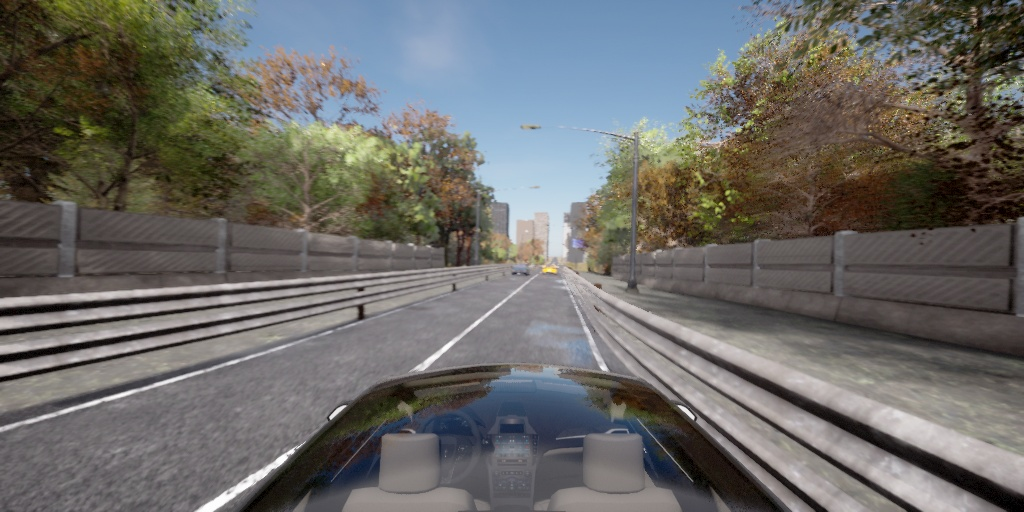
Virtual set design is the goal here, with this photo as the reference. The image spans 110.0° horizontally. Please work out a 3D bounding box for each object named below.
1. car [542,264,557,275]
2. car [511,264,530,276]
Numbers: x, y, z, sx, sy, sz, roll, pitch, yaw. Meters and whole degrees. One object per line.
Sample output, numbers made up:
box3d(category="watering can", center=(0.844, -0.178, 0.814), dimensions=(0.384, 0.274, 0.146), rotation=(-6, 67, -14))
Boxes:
box3d(category="car", center=(5.193, 1.789, 49.295), dimensions=(1.882, 1.535, 5.008), rotation=(2, -1, 7))
box3d(category="car", center=(1.092, 1.648, 43.001), dimensions=(2.033, 1.411, 5.357), rotation=(2, -1, 7))
